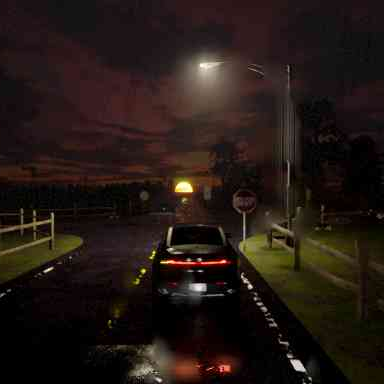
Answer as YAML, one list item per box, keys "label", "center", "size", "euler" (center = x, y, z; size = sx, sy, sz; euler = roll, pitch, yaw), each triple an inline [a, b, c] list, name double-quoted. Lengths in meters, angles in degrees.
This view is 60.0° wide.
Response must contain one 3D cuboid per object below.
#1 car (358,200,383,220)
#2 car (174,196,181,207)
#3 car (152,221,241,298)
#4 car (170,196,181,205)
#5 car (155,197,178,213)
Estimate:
- label: "car"
  center: [14.740, 1.224, 24.334]
  size: [4.892, 1.490, 1.837]
  euler: [-1, 0, 1]
- label: "car"
  center: [-2.898, 1.548, 49.034]
  size: [1.837, 1.490, 4.892]
  euler: [0, 0, 0]
- label: "car"
  center: [0.059, 1.505, 8.526]
  size: [1.837, 1.490, 4.892]
  euler: [0, 0, -1]
- label: "car"
  center: [-2.911, 1.569, 60.350]
  size: [1.837, 1.490, 4.892]
  euler: [0, 0, -1]
- label: "car"
  center: [-2.957, 1.591, 37.261]
  size: [1.994, 1.385, 4.181]
  euler: [0, 0, 1]
